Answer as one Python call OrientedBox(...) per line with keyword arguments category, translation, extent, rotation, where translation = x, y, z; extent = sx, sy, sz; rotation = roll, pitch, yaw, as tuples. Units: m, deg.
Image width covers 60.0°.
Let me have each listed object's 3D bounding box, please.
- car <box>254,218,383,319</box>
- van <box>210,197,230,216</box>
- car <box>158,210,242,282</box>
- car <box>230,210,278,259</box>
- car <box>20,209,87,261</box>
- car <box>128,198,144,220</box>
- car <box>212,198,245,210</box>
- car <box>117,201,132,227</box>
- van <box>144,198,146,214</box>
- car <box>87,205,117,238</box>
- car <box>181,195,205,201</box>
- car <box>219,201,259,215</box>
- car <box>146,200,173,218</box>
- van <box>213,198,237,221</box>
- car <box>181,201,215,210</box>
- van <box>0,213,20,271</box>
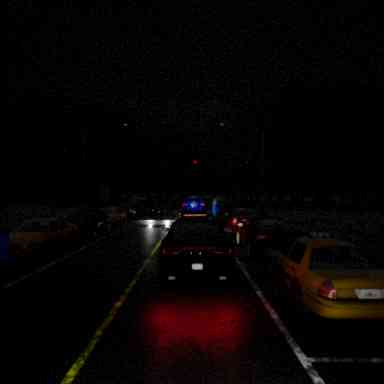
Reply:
OrientedBox(category="car", translation=(2.775, 1.555, 7.467), extent=(1.752, 1.417, 4.829), rotation=(0, 0, 0))
OrientedBox(category="van", translation=(2.837, 1.480, 34.485), extent=(1.690, 1.788, 3.998), rotation=(0, 0, 0))
OrientedBox(category="car", translation=(0.117, 1.516, 9.901), extent=(1.882, 1.535, 5.008), rotation=(0, 0, 0))
OrientedBox(category="car", translation=(2.787, 1.595, 12.735), extent=(1.887, 1.381, 4.507), rotation=(0, 0, 0))
OrientedBox(category="car", translation=(-5.738, 1.575, 12.584), extent=(1.752, 1.417, 4.829), rotation=(0, 0, 0))
OrientedBox(category="car", translation=(-5.701, 1.557, 29.067), extent=(1.967, 1.590, 4.097), rotation=(0, 0, 0))
OrientedBox(category="car", translation=(2.812, 1.409, 23.610), extent=(2.192, 1.841, 5.009), rotation=(0, 0, 0))
OrientedBox(category="car", translation=(-5.713, 1.619, 23.459), extent=(1.752, 1.417, 4.829), rotation=(0, 0, 0))
OrientedBox(category="van", translation=(-5.688, 1.480, 34.505), extent=(1.690, 1.788, 3.998), rotation=(0, 0, 0))
OrientedBox(category="car", translation=(-5.725, 1.638, 18.191), extent=(1.947, 1.339, 4.313), rotation=(0, 0, 0))
OrientedBox(category="car", translation=(0.095, 1.352, 32.332), extent=(2.150, 2.045, 5.566), rotation=(0, 0, -2))
OrientedBox(category="car", translation=(2.800, 1.512, 18.172), extent=(1.967, 1.590, 4.097), rotation=(0, 0, 0))
OrientedBox(category="car", translation=(-2.930, 1.546, 31.882), extent=(1.837, 1.490, 4.892), rotation=(0, 0, 0))
OrientedBox(category="van", translation=(2.824, 1.458, 29.048), extent=(1.690, 1.788, 3.998), rotation=(0, 0, 0))
OrientedBox(category="car", translation=(0.145, 1.579, 21.963), extent=(2.128, 1.511, 4.902), rotation=(0, 0, 0))
OrientedBox(category="van", translation=(-5.750, 1.370, 7.317), extent=(1.690, 1.788, 3.998), rotation=(0, 0, 0))
